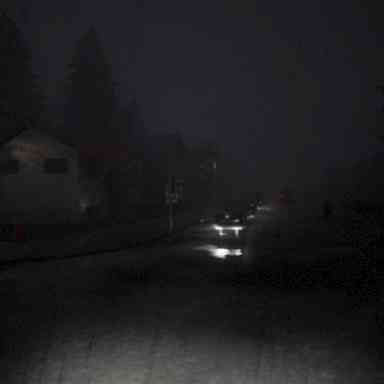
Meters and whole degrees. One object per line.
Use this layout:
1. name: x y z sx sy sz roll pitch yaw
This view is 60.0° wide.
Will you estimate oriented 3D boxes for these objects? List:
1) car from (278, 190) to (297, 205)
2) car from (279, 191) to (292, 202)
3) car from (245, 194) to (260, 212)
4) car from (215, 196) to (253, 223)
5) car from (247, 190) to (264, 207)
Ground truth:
1. car: 13.140 0.725 45.734 2.150 2.045 5.566 -1 1 15
2. car: 16.340 0.724 58.048 2.097 1.767 4.553 -1 0 15
3. car: 5.478 1.208 33.343 1.812 1.442 4.674 -1 0 15
4. car: 2.877 1.277 23.682 2.128 1.511 4.902 -1 0 15
5. car: 8.203 0.796 43.426 2.150 2.045 5.566 -1 0 15
